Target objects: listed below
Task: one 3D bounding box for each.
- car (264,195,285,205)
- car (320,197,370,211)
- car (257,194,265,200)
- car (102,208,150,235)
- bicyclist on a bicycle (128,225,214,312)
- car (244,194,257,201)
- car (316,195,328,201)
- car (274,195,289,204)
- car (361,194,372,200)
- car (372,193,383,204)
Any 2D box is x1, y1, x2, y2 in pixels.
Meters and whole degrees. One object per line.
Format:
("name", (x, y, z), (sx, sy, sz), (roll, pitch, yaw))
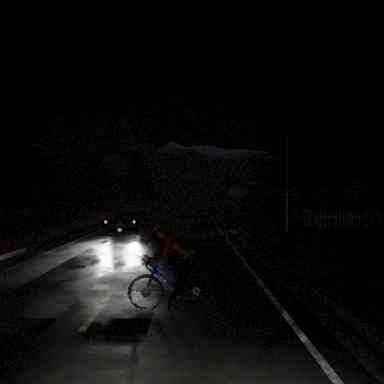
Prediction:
("car", (13.720, 1.370, 55.016), (1.845, 1.501, 3.633), (0, 0, 0))
("car", (17.177, 1.546, 37.516), (4.181, 1.385, 1.994), (0, 0, 0))
("car", (17.000, 1.324, 81.084), (2.152, 1.636, 5.027), (0, 0, 0))
("car", (-3.640, 1.599, 18.981), (1.895, 1.301, 4.718), (0, 0, 0))
("bicyclist on a bicycle", (-0.411, 1.449, 6.339), (1.656, 1.620, 0.582), (-2, 0, 0))
("car", (13.863, 1.333, 81.050), (2.007, 1.523, 4.514), (0, 0, 0))
("car", (28.801, 1.314, 73.340), (1.845, 1.501, 3.633), (0, 0, 0))
("car", (16.744, 1.380, 62.419), (1.970, 1.475, 3.806), (0, 0, 0))
("car", (38.793, 1.293, 73.240), (2.007, 1.523, 4.514), (0, 0, 0))
("car", (32.303, 1.093, 54.770), (1.932, 1.855, 4.605), (0, 0, 0))
